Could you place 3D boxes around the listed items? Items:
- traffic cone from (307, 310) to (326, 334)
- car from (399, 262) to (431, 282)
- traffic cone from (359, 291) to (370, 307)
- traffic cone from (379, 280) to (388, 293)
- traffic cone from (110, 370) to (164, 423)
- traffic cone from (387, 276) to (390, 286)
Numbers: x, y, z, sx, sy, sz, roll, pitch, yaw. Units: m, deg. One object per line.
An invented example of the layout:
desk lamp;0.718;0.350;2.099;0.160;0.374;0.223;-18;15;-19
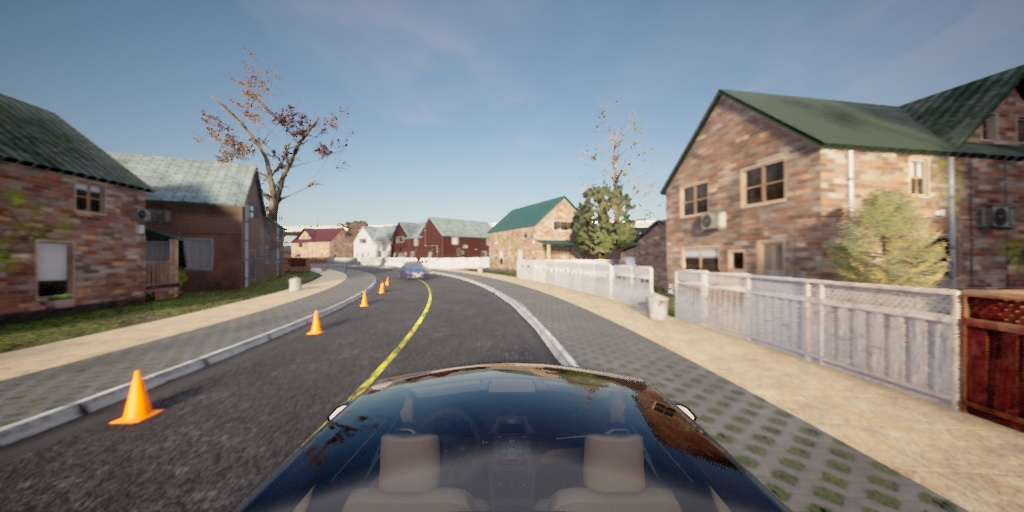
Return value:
traffic cone;-5.075;1.695;9.302;0.340;0.580;0.340;0;0;-7
car;-7.797;1.183;28.469;1.812;1.442;4.674;0;0;-23
traffic cone;-5.791;1.673;14.088;0.340;0.580;0.340;0;0;-10
traffic cone;-6.815;1.653;18.817;0.340;0.580;0.340;0;0;-14
traffic cone;-4.672;1.718;4.480;0.340;0.580;0.340;0;0;-3
traffic cone;-8.145;1.635;23.470;0.340;0.580;0.340;0;0;-18
